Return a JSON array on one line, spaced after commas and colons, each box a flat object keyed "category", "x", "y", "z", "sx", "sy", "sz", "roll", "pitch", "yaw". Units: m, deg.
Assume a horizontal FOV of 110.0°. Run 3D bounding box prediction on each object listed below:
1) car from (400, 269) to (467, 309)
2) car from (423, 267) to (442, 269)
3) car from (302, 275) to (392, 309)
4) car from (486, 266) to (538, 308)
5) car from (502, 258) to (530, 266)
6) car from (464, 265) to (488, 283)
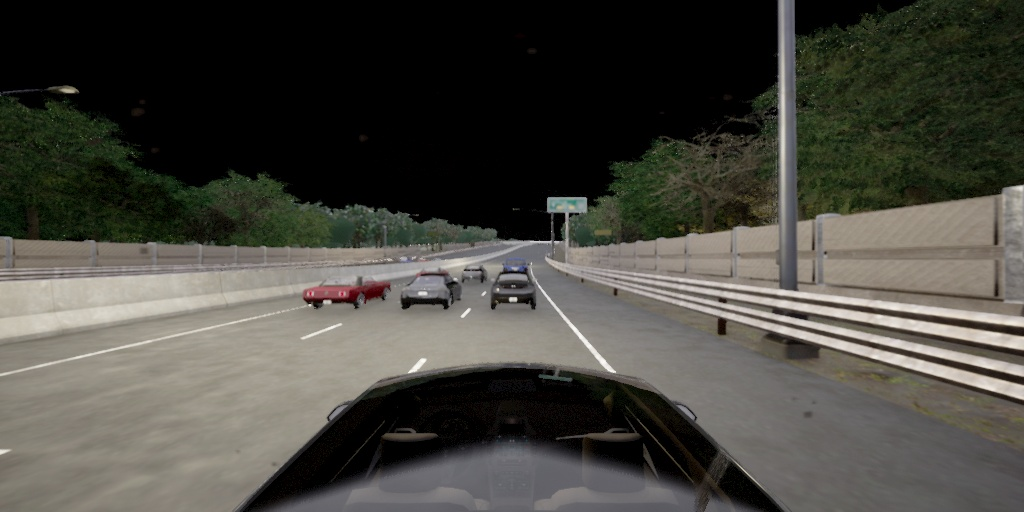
[{"category": "car", "x": -3.425, "y": 1.442, "z": 15.892, "sx": 1.994, "sy": 1.385, "sz": 4.181, "roll": 0, "pitch": 0, "yaw": 1}, {"category": "car", "x": -6.665, "y": 1.577, "z": 30.658, "sx": 1.895, "sy": 1.301, "sz": 4.718, "roll": 0, "pitch": 0, "yaw": 1}, {"category": "car", "x": -6.928, "y": 1.476, "z": 15.731, "sx": 1.895, "sy": 1.301, "sz": 4.718, "roll": 0, "pitch": 0, "yaw": 1}, {"category": "car", "x": 0.078, "y": 1.387, "z": 15.852, "sx": 1.837, "sy": 1.490, "sz": 4.892, "roll": 0, "pitch": 0, "yaw": 1}, {"category": "car", "x": 0.329, "y": 1.195, "z": 30.417, "sx": 2.150, "sy": 2.045, "sz": 5.566, "roll": 0, "pitch": 0, "yaw": 1}, {"category": "car", "x": -3.159, "y": 1.471, "z": 30.767, "sx": 2.128, "sy": 1.511, "sz": 4.902, "roll": 0, "pitch": 0, "yaw": 2}]
